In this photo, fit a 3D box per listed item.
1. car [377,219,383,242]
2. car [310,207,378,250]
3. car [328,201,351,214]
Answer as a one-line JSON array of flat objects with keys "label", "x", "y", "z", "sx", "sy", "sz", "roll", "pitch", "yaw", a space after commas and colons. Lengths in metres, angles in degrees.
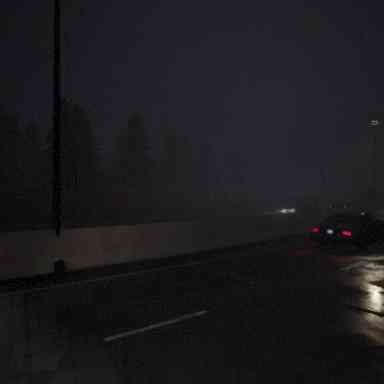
[{"label": "car", "x": 7.853, "y": 1.545, "z": 10.605, "sx": 4.892, "sy": 1.490, "sz": 1.837, "roll": 0, "pitch": 0, "yaw": -43}, {"label": "car", "x": 7.152, "y": 1.601, "z": 14.651, "sx": 5.357, "sy": 1.411, "sz": 2.033, "roll": 0, "pitch": 0, "yaw": -44}, {"label": "car", "x": 17.276, "y": 1.740, "z": 38.742, "sx": 1.895, "sy": 1.301, "sz": 4.718, "roll": 0, "pitch": 0, "yaw": 31}]
